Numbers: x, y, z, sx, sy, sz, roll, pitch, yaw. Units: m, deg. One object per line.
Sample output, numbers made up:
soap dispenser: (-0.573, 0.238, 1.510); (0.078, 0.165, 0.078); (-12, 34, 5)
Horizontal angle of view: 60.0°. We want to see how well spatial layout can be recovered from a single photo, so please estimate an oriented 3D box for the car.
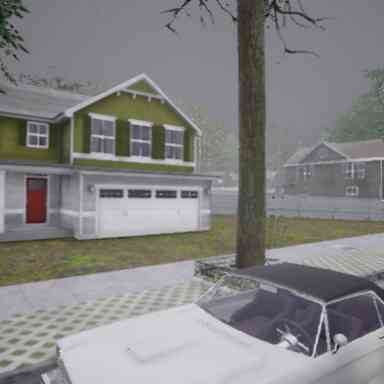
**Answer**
car: (0.948, 1.613, 3.749); (4.718, 1.301, 1.895); (0, 0, -36)
